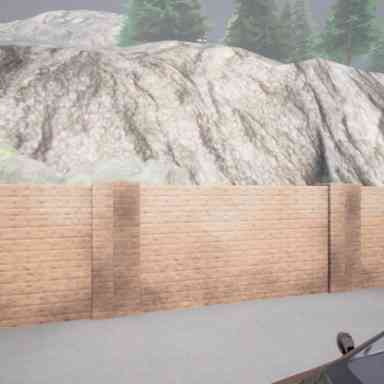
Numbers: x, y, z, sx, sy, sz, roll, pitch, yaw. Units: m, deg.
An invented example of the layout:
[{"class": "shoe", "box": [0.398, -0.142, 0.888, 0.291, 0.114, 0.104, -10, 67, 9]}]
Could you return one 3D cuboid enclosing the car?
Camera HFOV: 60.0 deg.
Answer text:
[{"class": "car", "box": [2.164, 1.492, 1.911, 4.902, 1.511, 2.128, 0, 0, -18]}]
